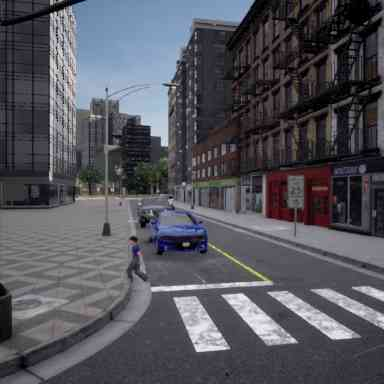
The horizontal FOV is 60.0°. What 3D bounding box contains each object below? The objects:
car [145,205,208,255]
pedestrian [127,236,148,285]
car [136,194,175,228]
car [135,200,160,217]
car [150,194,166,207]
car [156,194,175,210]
[{"bbox_3d":[-0.720,1.534,13.834,1.882,1.535,5.008,0,0,-12],"label":"car"},{"bbox_3d":[-1.345,1.605,8.213,0.375,1.300,0.375,0,0,-11],"label":"pedestrian"},{"bbox_3d":[-2.620,1.311,23.559,2.150,2.045,5.566,0,0,-11],"label":"car"},{"bbox_3d":[-4.581,1.607,33.596,2.128,1.511,4.902,0,0,-11],"label":"car"},{"bbox_3d":[-5.724,1.357,55.965,2.150,2.045,5.566,0,0,-11],"label":"car"},{"bbox_3d":[-3.712,1.365,45.693,2.150,2.045,5.566,0,0,-10],"label":"car"}]
